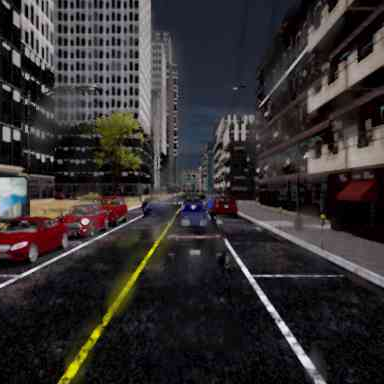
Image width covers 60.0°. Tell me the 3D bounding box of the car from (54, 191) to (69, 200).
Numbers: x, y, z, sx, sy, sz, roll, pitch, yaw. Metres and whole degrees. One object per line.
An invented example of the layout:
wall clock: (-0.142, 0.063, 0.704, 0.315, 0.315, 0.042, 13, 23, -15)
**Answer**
car: (-27.359, 0.631, 64.786, 5.009, 1.841, 2.192, 1, -1, -1)

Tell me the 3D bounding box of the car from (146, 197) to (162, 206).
car: (-5.685, 1.400, 50.200, 1.947, 1.339, 4.313, 0, 0, 0)

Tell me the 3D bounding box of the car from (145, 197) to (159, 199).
car: (-5.686, 1.417, 44.954, 1.947, 1.339, 4.313, 0, 0, 0)

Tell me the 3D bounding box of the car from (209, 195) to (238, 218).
car: (2.691, 1.219, 28.300, 2.192, 1.841, 5.009, 0, 0, 0)

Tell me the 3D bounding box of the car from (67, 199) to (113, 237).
car: (-5.691, 1.380, 17.199, 1.967, 1.590, 4.097, 0, 0, 0)

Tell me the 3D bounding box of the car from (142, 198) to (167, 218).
car: (-3.097, 1.501, 29.154, 1.895, 1.301, 4.718, 0, 0, 0)

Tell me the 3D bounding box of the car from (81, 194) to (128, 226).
car: (-5.690, 1.237, 22.750, 2.192, 1.841, 5.009, 0, 0, 0)

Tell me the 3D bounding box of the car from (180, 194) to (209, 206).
car: (0.096, 1.256, 28.096, 2.097, 1.767, 4.553, 0, 0, 0)

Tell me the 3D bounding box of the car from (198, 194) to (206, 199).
car: (2.703, 1.284, 89.844, 1.947, 1.339, 4.313, 0, 0, 0)

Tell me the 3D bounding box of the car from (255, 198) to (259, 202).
car: (16.039, 1.523, 73.650, 4.097, 1.590, 1.967, 1, -1, -1)

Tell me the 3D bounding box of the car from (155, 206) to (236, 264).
car: (0.090, 1.451, 11.627, 2.128, 1.511, 4.902, 0, 0, 0)

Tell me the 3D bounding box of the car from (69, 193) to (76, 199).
car: (-27.465, 0.831, 73.162, 4.313, 1.339, 1.947, 1, -1, -1)

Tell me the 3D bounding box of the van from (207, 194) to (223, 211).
van: (2.693, 1.209, 39.403, 1.690, 1.788, 3.998, 0, 0, 0)

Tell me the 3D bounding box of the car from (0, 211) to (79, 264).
car: (-5.691, 1.541, 11.649, 1.802, 1.307, 4.206, 0, 0, 0)

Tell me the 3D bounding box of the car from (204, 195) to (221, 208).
car: (2.694, 1.291, 44.953, 1.967, 1.590, 4.097, 0, 0, 0)
